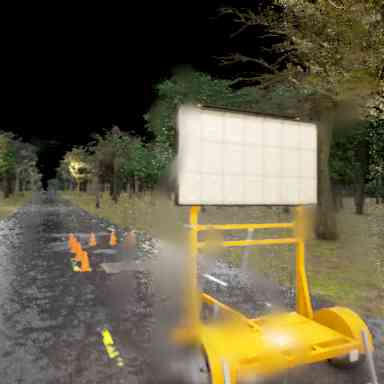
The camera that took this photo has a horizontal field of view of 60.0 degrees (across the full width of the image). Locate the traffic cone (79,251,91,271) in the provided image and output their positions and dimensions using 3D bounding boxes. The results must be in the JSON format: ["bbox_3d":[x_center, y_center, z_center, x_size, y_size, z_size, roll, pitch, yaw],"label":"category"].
[{"bbox_3d":[-3.428,2.204,10.675,0.340,0.580,0.340,1,-1,-24],"label":"traffic cone"}]

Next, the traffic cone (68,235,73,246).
[{"bbox_3d":[-5.047,2.269,14.332,0.340,0.580,0.340,1,-1,-24],"label":"traffic cone"}]

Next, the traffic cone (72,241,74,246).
[{"bbox_3d":[-4.238,2.237,12.503,0.340,0.580,0.340,1,-1,-24],"label":"traffic cone"}]

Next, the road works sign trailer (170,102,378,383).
[{"bbox_3d":[0.776,0.607,4.916,2.380,3.560,2.880,1,-2,-24],"label":"road works sign trailer"}]

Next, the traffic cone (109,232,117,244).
[{"bbox_3d":[-4.028,2.335,16.969,0.340,0.580,0.340,1,-1,-24],"label":"traffic cone"}]

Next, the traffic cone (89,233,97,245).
[{"bbox_3d":[-4.943,2.318,16.565,0.340,0.580,0.340,1,-1,-24],"label":"traffic cone"}]

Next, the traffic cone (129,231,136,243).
[{"bbox_3d":[-3.114,2.352,17.374,0.340,0.580,0.340,1,-1,-24],"label":"traffic cone"}]
